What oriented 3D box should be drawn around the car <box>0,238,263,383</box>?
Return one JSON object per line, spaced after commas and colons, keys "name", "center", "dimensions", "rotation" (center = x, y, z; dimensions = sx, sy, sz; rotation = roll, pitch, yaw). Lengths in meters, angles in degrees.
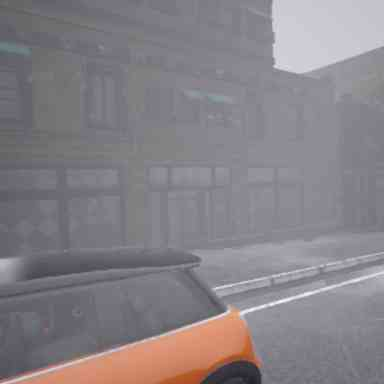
{"name": "car", "center": [-1.621, 1.352, 2.542], "dimensions": [4.553, 1.767, 2.097], "rotation": [0, 0, -35]}
